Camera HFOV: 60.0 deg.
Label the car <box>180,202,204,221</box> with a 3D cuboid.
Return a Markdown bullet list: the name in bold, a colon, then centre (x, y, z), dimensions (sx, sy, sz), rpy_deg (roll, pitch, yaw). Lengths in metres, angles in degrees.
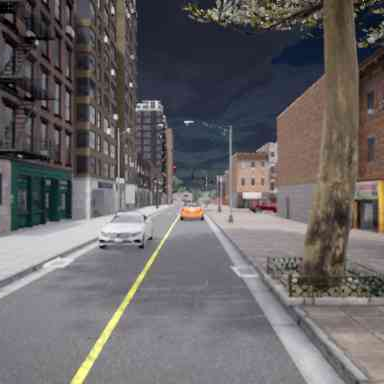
- **car**: centre (0.019, 1.685, 31.324), dimensions (2.097, 1.767, 4.553), rpy_deg (0, -1, 0)

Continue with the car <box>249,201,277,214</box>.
- **car**: centre (10.738, 2.214, 47.955), dimensions (5.009, 1.841, 2.192), rpy_deg (1, -2, 0)

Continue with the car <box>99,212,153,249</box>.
- **car**: centre (-2.873, 1.653, 15.303), dimensions (1.812, 1.442, 4.674), rpy_deg (0, -1, 0)

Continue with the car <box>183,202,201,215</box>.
- **car**: centre (0.078, 2.003, 41.054), dimensions (1.837, 1.490, 4.892), rpy_deg (0, -1, 4)
